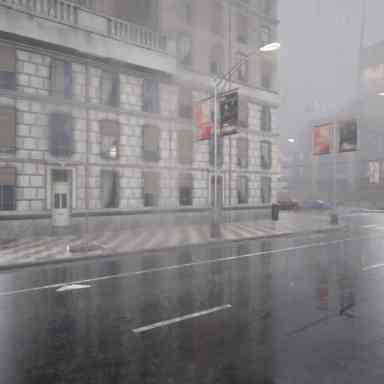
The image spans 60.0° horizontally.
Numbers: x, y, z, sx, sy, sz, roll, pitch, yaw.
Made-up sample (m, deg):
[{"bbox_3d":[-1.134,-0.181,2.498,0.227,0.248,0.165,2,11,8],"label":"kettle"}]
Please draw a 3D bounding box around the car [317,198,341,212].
[{"bbox_3d":[14.622,1.526,39.238,1.812,1.442,4.674,0,0,-36],"label":"car"}]

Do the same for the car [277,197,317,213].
[{"bbox_3d":[11.305,1.352,37.795,2.097,1.767,4.553,0,0,-36],"label":"car"}]

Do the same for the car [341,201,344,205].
[{"bbox_3d":[20.542,1.601,50.914,1.895,1.301,4.718,0,0,-37],"label":"car"}]
